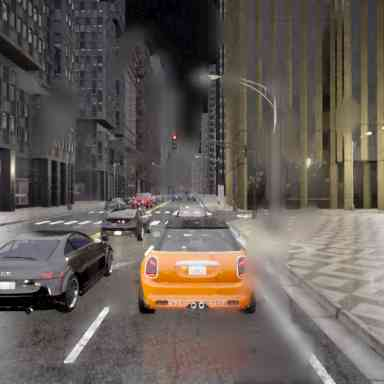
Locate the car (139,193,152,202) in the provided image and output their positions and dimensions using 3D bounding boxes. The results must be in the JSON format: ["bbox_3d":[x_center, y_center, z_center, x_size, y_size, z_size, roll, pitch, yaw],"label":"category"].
[{"bbox_3d":[-9.832,1.196,70.400,2.097,1.767,4.553,0,0,0],"label":"car"}]

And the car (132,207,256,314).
[{"bbox_3d":[0.095,1.350,7.771,2.097,1.767,4.553,0,0,0],"label":"car"}]

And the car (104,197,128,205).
[{"bbox_3d":[-9.897,1.440,42.675,1.837,1.490,4.892,0,0,0],"label":"car"}]

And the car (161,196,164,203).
[{"bbox_3d":[-6.608,1.405,65.552,2.033,1.411,5.357,0,0,1],"label":"car"}]

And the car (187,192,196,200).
[{"bbox_3d":[-0.097,0.980,84.295,2.097,1.767,4.553,0,0,0],"label":"car"}]

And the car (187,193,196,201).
[{"bbox_3d":[-0.085,1.344,74.321,1.812,1.442,4.674,0,0,0],"label":"car"}]

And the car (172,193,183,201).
[{"bbox_3d":[-3.335,1.175,74.286,2.097,1.767,4.553,0,0,0],"label":"car"}]

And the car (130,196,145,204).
[{"bbox_3d":[-9.888,1.477,60.290,1.895,1.301,4.718,0,0,0],"label":"car"}]

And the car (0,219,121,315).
[{"bbox_3d":[-3.164,1.562,7.674,1.994,1.385,4.181,0,0,0],"label":"car"}]

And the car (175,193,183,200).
[{"bbox_3d":[-3.347,1.125,84.322,1.837,1.490,4.892,0,0,0],"label":"car"}]

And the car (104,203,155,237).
[{"bbox_3d":[-3.166,1.494,16.570,1.837,1.490,4.892,0,0,0],"label":"car"}]

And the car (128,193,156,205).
[{"bbox_3d":[-6.623,1.151,44.790,2.150,2.045,5.566,0,0,2],"label":"car"}]

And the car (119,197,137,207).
[{"bbox_3d":[-9.905,1.471,51.588,1.994,1.385,4.181,0,0,0],"label":"car"}]

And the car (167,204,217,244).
[{"bbox_3d":[0.013,1.480,16.777,2.128,1.511,4.902,0,0,1],"label":"car"}]

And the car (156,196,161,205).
[{"bbox_3d":[-6.649,1.421,54.941,1.812,1.442,4.674,0,0,0],"label":"car"}]
